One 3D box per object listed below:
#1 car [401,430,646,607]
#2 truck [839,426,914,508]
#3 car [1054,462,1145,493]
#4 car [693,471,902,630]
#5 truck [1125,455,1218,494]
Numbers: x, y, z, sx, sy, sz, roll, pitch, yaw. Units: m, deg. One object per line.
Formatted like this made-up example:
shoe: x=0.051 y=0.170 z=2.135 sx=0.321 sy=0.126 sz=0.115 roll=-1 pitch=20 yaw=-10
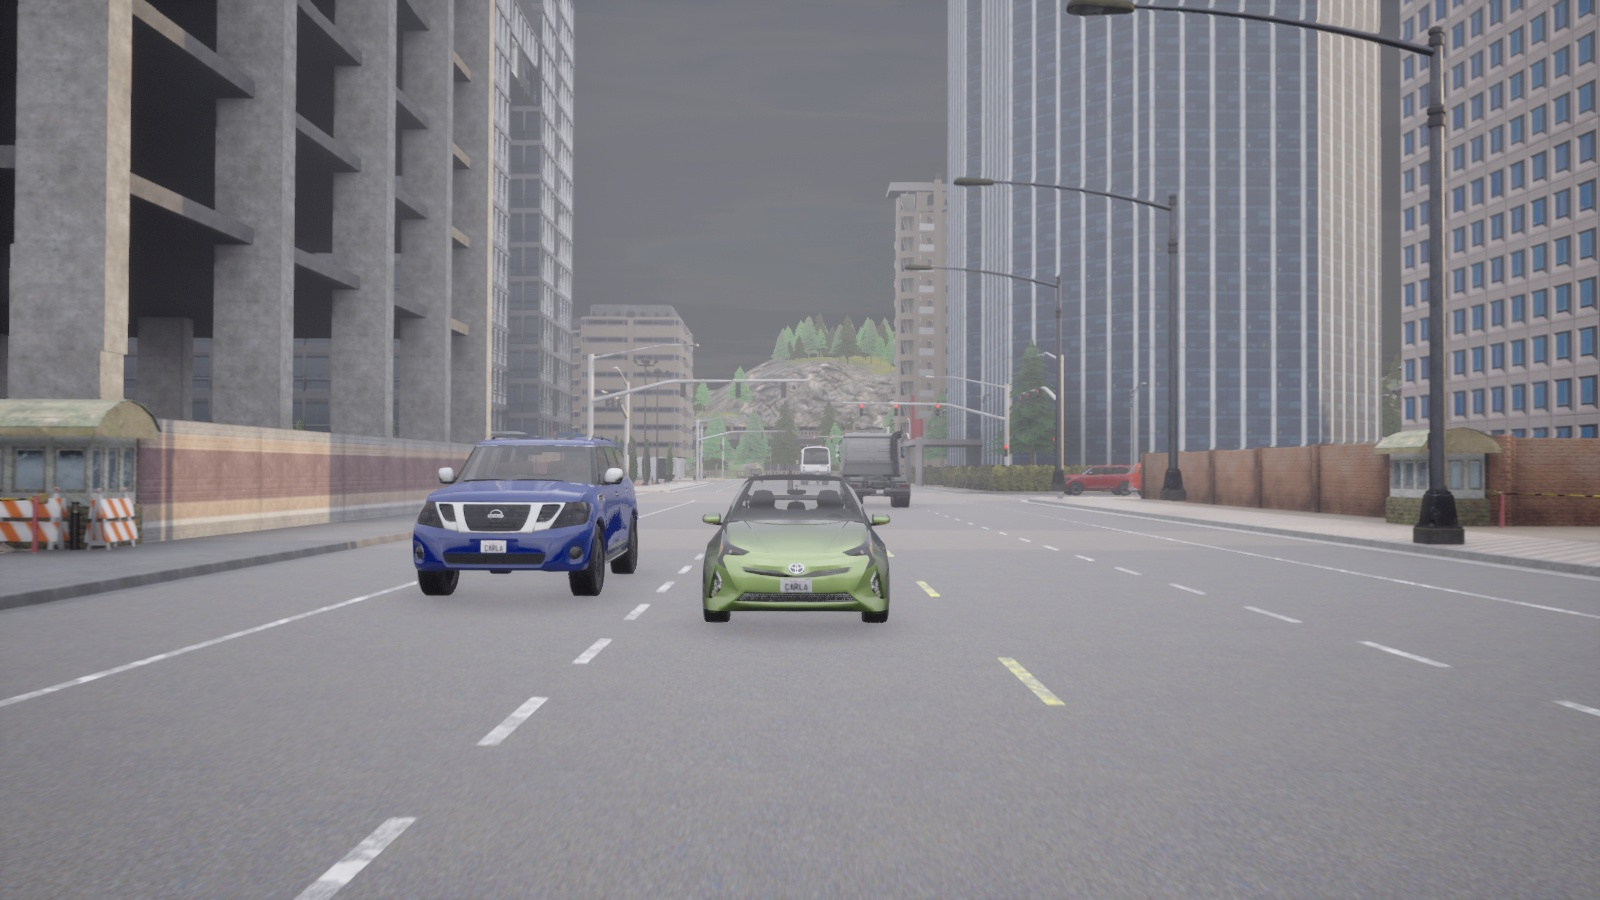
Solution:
car: x=-3.542 y=0.838 z=17.313 sx=2.150 sy=2.045 sz=5.566 roll=0 pitch=-1 yaw=0
truck: x=3.360 y=0.776 z=57.140 sx=2.891 sy=3.462 sz=7.936 roll=0 pitch=-1 yaw=0
car: x=20.155 y=1.870 z=84.629 sx=5.566 sy=2.045 sz=2.150 roll=0 pitch=-1 yaw=-1
car: x=-0.034 y=1.002 z=14.345 sx=2.007 sy=1.525 sz=4.514 roll=0 pitch=-1 yaw=0
truck: x=23.943 y=1.591 z=81.176 sx=5.204 sy=2.467 sz=2.627 roll=0 pitch=-1 yaw=-1
